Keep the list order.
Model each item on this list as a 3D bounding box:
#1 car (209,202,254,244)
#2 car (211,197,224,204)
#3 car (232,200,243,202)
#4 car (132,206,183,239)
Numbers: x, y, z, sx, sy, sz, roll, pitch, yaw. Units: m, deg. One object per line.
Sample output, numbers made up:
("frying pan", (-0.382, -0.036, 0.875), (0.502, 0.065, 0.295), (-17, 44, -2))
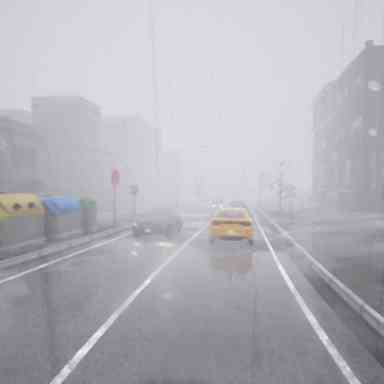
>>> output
("car", (1.922, 1.479, 15.967), (1.882, 1.535, 5.008), (1, 0, 8))
("car", (4.434, 1.528, 57.524), (1.994, 1.385, 4.181), (1, 0, 9))
("car", (4.928, 1.566, 36.223), (1.994, 1.385, 4.181), (1, 0, 9))
("car", (-1.647, 1.487, 17.367), (1.812, 1.442, 4.674), (1, 0, 8))
